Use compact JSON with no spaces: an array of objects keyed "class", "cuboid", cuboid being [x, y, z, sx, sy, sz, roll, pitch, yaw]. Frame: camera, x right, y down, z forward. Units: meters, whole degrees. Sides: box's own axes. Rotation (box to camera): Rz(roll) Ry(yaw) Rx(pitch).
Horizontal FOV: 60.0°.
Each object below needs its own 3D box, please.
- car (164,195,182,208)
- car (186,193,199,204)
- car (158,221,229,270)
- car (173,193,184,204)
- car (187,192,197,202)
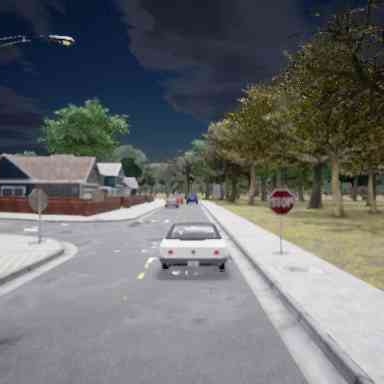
[{"class":"car","cuboid":[-2.841,1.547,47.460,1.812,1.442,4.674,0,0,0]},{"class":"car","cuboid":[0.031,1.272,62.626,2.150,2.045,5.566,0,0,0]},{"class":"car","cuboid":[0.056,1.600,10.954,1.895,1.301,4.718,0,0,0]},{"class":"car","cuboid":[-2.782,1.273,63.277,2.150,2.045,5.566,0,0,1]},{"class":"car","cuboid":[-0.016,1.130,74.170,2.150,2.045,5.566,0,0,-2]}]
